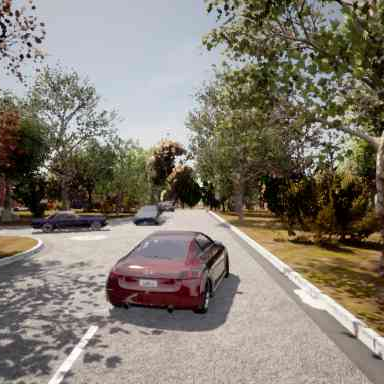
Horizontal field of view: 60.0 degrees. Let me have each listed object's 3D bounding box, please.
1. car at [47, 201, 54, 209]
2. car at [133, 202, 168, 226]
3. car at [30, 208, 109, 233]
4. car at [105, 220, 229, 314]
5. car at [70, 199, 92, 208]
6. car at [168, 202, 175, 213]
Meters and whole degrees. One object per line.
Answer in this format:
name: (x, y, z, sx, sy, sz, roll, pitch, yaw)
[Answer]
car: (-26.943, 2.478, 63.178, 4.553, 1.767, 2.097, 0, -2, 7)
car: (-3.389, 1.828, 26.634, 2.033, 1.411, 5.357, -1, 0, 0)
car: (-7.901, 1.921, 21.809, 4.718, 1.301, 1.895, 0, -2, -17)
car: (-0.306, 1.588, 7.817, 1.994, 1.385, 4.181, 0, 0, 13)
car: (-18.848, 2.281, 59.490, 5.566, 2.045, 2.150, 0, -2, -3)
car: (-3.534, 2.190, 48.387, 2.128, 1.511, 4.902, 0, -1, -6)
